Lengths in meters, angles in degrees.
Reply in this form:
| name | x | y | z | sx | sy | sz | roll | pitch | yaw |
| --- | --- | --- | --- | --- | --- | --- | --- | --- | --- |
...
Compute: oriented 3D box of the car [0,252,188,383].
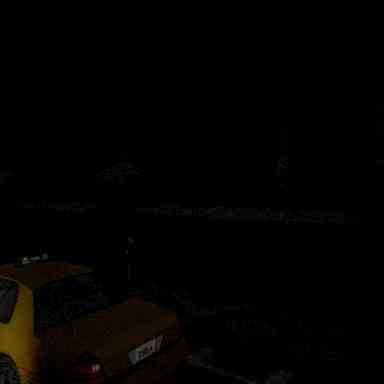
| name | x | y | z | sx | sy | sz | roll | pitch | yaw |
| --- | --- | --- | --- | --- | --- | --- | --- | --- | --- |
| car | -2.333 | 1.525 | 4.625 | 4.829 | 1.417 | 1.752 | 0 | 0 | 35 |
